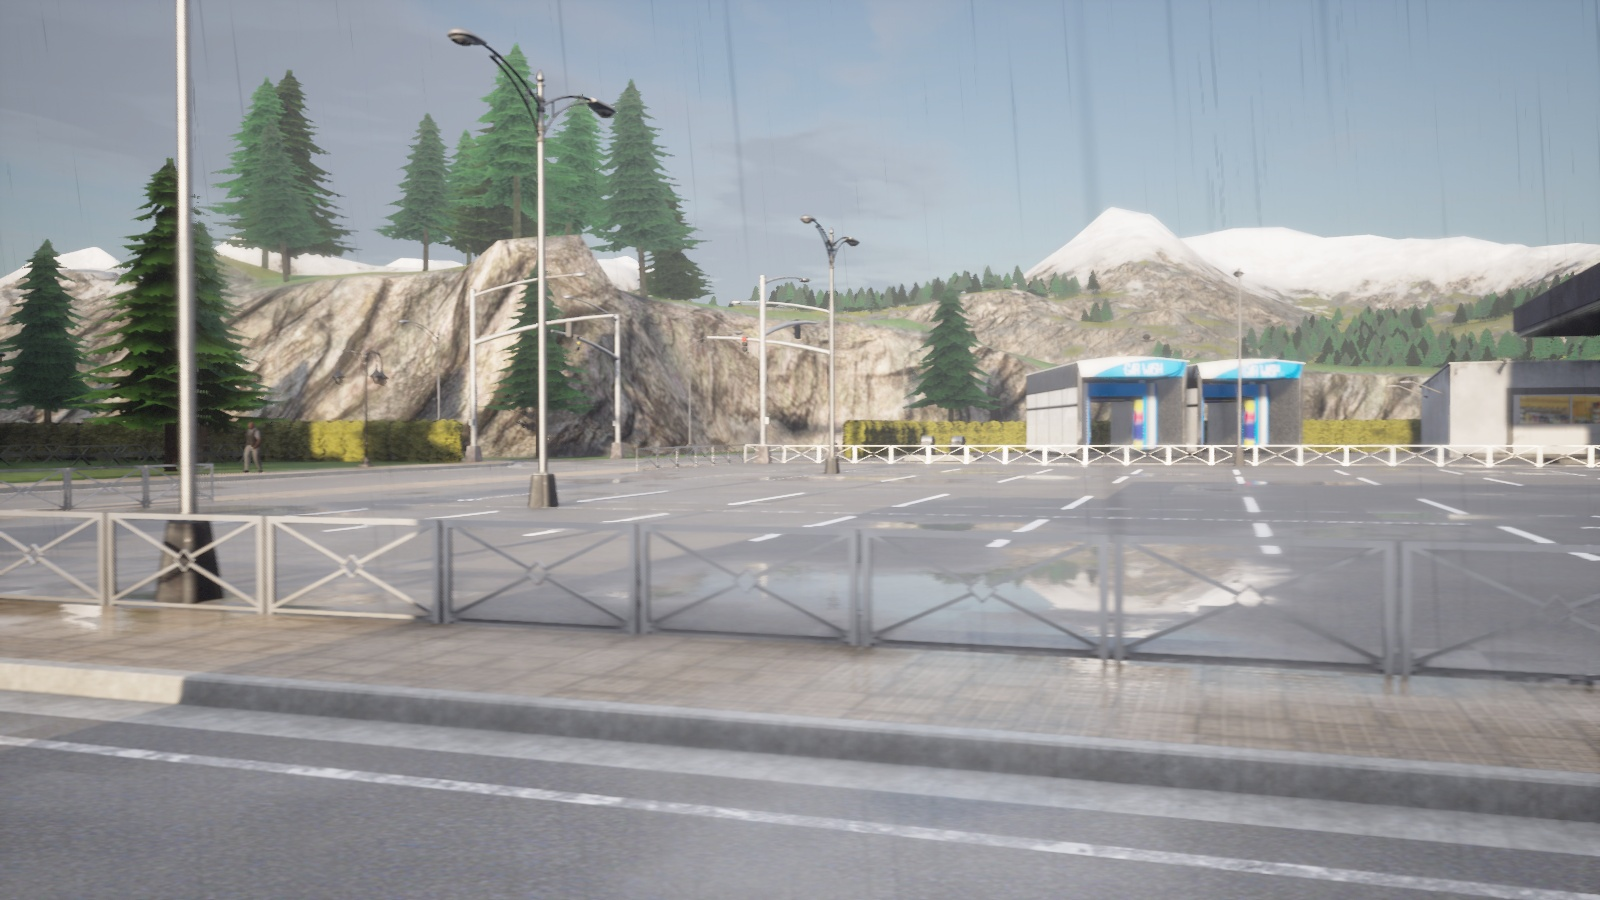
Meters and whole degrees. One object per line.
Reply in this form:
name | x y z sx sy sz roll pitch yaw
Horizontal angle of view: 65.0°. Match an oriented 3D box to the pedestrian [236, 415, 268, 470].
pedestrian | -18.783 -0.263 43.047 0.563 1.883 0.849 0 1 16
